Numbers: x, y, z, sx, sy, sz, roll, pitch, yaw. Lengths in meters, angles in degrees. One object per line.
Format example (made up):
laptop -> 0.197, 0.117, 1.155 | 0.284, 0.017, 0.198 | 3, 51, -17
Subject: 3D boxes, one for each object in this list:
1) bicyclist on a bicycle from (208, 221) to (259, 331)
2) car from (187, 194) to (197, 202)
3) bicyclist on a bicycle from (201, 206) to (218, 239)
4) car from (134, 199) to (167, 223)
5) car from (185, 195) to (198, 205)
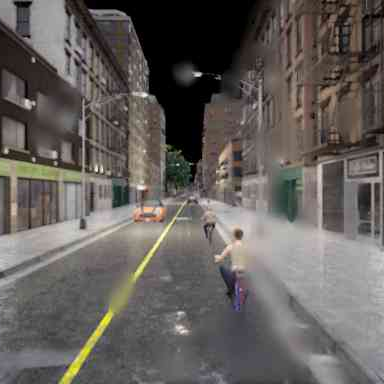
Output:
bicyclist on a bicycle -> 0.804, 1.440, 5.909 | 0.866, 1.612, 1.509 | 0, 0, 0
car -> -0.022, 1.365, 75.621 | 2.097, 1.767, 4.553 | 0, 0, 0
bicyclist on a bicycle -> 0.796, 1.444, 14.916 | 0.866, 1.612, 1.509 | 0, 0, 0
car -> -3.107, 1.365, 25.482 | 2.097, 1.767, 4.553 | 0, 0, 0
car -> 0.082, 1.538, 60.412 | 1.812, 1.442, 4.674 | 0, 0, 0
